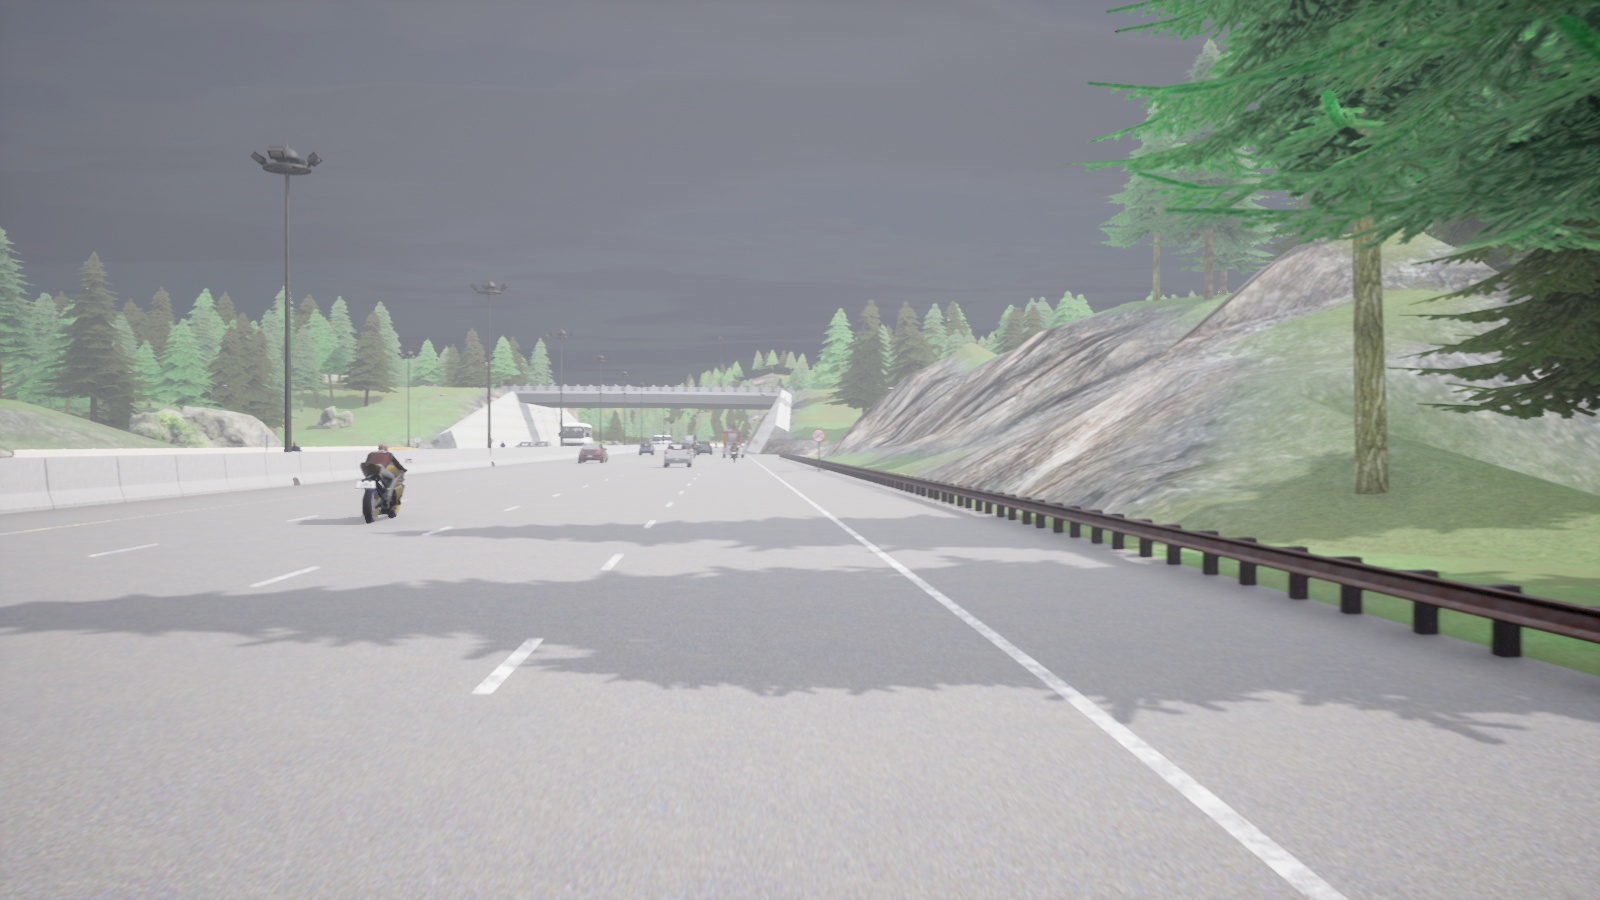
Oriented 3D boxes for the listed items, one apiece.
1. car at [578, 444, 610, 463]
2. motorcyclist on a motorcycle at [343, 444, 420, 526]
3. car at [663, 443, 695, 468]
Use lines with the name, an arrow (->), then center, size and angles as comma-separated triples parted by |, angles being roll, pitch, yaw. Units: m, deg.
car -> -15.371, 0.240, 93.832 | 1.812, 1.442, 4.674 | 0, 0, -3
motorcyclist on a motorcycle -> -8.074, 0.642, 24.309 | 0.866, 1.530, 2.191 | 0, 0, -3
car -> -7.491, 0.322, 77.885 | 1.845, 1.501, 3.633 | 0, 0, -3
